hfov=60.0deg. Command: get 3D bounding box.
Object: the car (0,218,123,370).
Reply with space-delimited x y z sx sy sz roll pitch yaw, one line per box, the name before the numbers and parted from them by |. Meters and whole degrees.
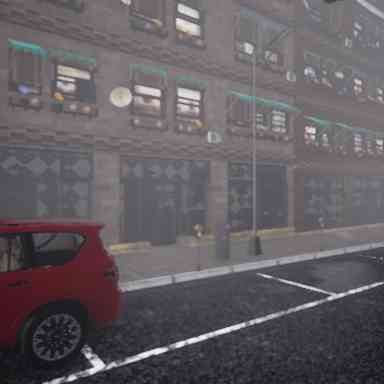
car | -3.347 1.311 4.196 5.009 1.841 2.192 1 -1 -36
